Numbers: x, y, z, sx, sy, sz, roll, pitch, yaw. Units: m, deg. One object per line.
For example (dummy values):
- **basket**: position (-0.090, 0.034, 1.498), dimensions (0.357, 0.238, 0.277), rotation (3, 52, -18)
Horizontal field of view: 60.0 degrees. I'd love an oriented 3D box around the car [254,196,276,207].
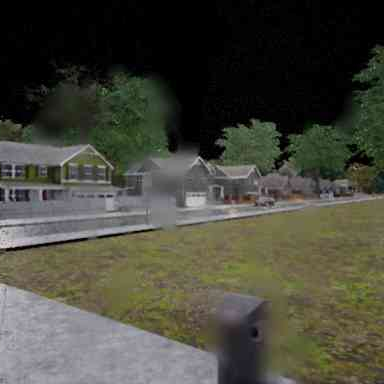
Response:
- **car**: position (10.825, 1.438, 49.141), dimensions (1.837, 1.490, 4.892), rotation (0, 0, 35)
